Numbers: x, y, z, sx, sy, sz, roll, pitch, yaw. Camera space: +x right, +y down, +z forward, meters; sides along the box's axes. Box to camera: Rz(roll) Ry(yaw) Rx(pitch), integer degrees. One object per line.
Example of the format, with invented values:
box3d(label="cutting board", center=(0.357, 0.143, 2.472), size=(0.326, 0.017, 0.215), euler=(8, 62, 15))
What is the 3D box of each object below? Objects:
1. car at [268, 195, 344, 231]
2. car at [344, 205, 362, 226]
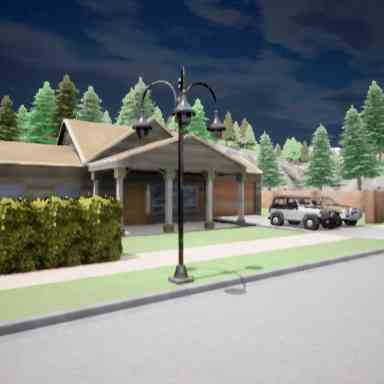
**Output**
box3d(label="car", center=(6.219, 1.141, 19.122), size=(1.905, 1.878, 3.866), euler=(0, 0, -35))
box3d(label="car", center=(8.051, 1.139, 20.887), size=(1.932, 1.855, 4.605), euler=(0, 0, -35))
